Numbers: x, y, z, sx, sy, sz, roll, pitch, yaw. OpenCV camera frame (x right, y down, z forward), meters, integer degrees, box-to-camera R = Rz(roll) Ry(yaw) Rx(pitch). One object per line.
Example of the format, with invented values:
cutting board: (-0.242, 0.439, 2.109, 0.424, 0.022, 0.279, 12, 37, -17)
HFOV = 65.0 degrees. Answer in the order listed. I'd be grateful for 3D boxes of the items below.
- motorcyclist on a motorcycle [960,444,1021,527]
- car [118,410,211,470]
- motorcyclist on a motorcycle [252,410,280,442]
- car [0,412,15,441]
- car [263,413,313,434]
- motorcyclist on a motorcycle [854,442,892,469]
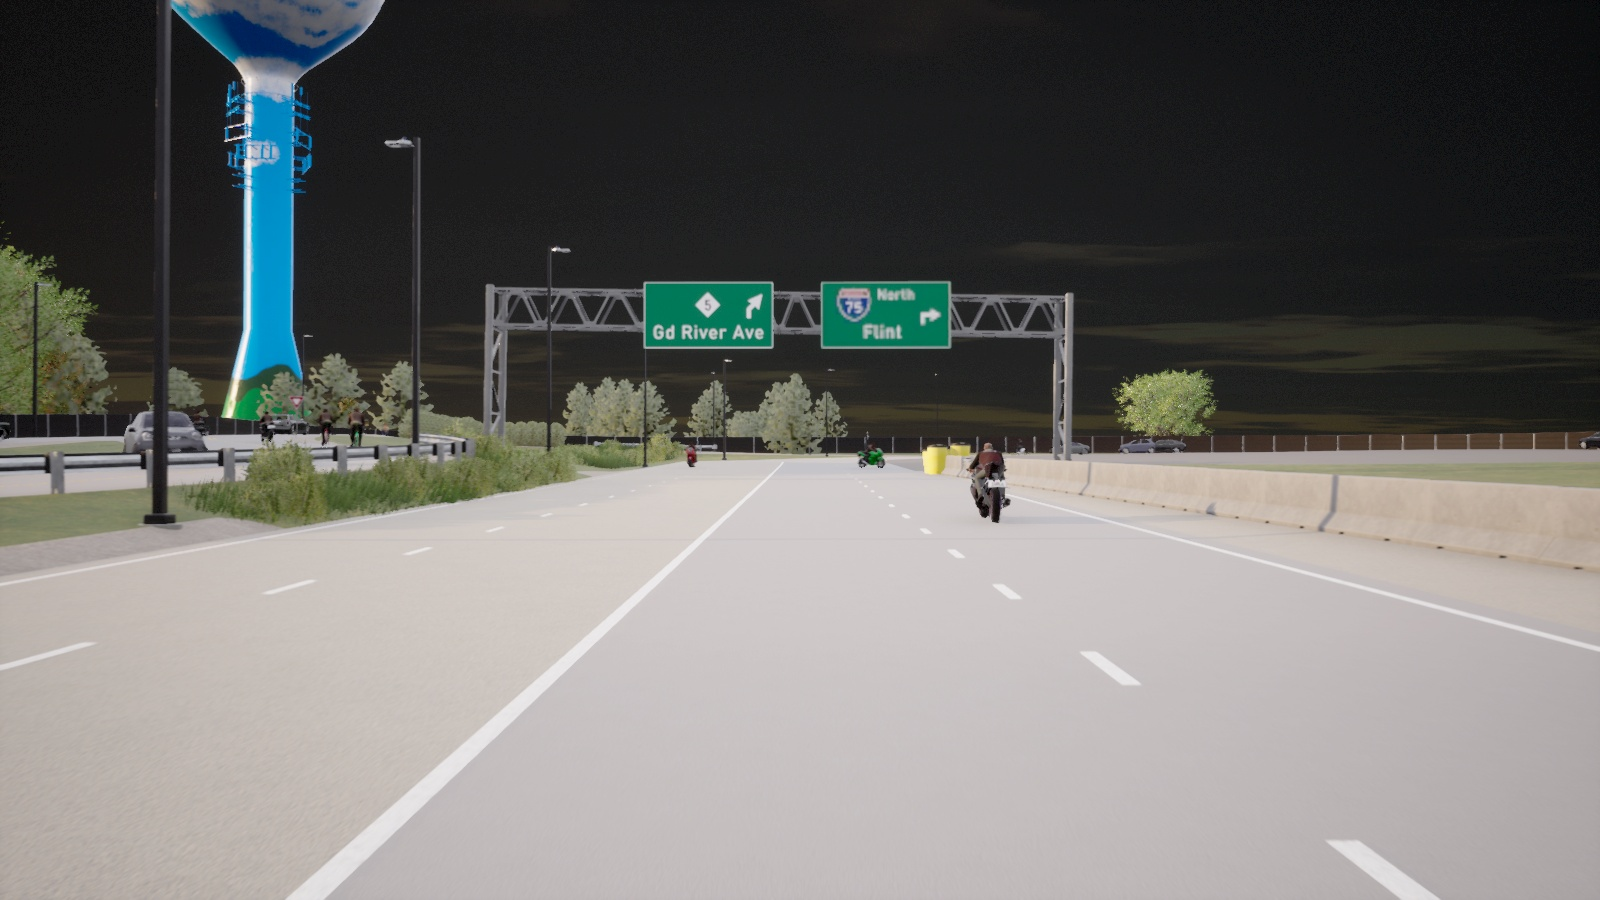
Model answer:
motorcyclist on a motorcycle: (3.656, 0.645, 24.316, 0.866, 1.530, 2.191, 0, 0, 0)
car: (-17.271, -0.318, 34.056, 1.845, 1.501, 3.633, -1, 2, -33)
motorcyclist on a motorcycle: (-25.754, -1.165, 60.545, 0.797, 1.523, 2.044, 0, 1, -36)
car: (-36.923, -1.016, 55.181, 1.895, 1.301, 4.718, 0, 2, 0)
car: (-36.171, -1.881, 88.748, 1.970, 1.475, 3.806, 0, 1, 0)
motorcyclist on a motorcycle: (4.079, 0.295, 70.367, 2.044, 1.523, 0.797, 0, 0, 44)
